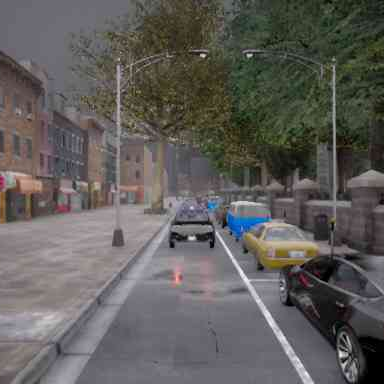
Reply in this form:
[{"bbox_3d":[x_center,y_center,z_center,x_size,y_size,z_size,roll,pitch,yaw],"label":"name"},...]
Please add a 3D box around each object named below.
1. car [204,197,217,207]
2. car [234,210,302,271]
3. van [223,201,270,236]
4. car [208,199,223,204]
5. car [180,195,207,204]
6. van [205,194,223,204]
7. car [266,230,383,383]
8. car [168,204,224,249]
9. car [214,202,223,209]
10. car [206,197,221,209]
[{"bbox_3d":[3.024,1.598,55.046,1.812,1.442,4.674,0,0,0],"label":"car"},{"bbox_3d":[2.648,1.528,10.690,1.752,1.417,4.829,1,0,0],"label":"car"},{"bbox_3d":[2.651,1.347,15.969,1.690,1.788,3.998,1,0,0],"label":"van"},{"bbox_3d":[2.648,1.569,26.868,2.008,1.369,4.403,1,0,0],"label":"car"},{"bbox_3d":[0.000,1.389,29.623,2.097,1.767,4.553,0,0,0],"label":"car"},{"bbox_3d":[2.650,1.377,37.767,1.690,1.788,3.998,1,0,0],"label":"van"},{"bbox_3d":[2.648,1.566,5.070,1.947,1.339,4.313,1,0,0],"label":"car"},{"bbox_3d":[0.000,1.501,14.651,2.128,1.511,4.902,0,0,0],"label":"car"},{"bbox_3d":[2.648,1.577,21.419,1.947,1.339,4.313,1,0,0],"label":"car"},{"bbox_3d":[3.020,1.560,48.045,1.837,1.490,4.892,0,0,0],"label":"car"}]
